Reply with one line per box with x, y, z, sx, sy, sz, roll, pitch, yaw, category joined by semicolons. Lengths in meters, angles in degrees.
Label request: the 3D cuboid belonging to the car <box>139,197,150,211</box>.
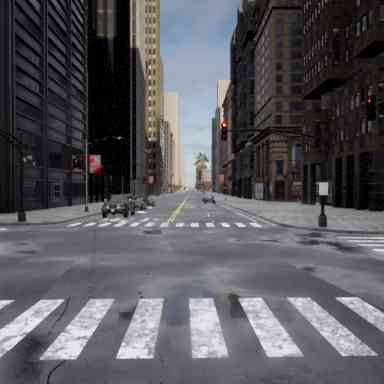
-6.653;1.456;40.481;1.837;1.490;4.892;0;0;0;car

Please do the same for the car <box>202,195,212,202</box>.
3.195;1.416;70.968;1.812;1.442;4.674;0;0;0;car

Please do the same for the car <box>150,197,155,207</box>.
-6.676;1.497;50.504;1.994;1.385;4.181;0;0;-1;car

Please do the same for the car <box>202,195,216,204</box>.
3.250;1.438;61.047;1.812;1.442;4.674;0;0;0;car

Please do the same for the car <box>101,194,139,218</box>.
-6.646;1.191;30.607;2.150;2.045;5.566;0;0;0;car
